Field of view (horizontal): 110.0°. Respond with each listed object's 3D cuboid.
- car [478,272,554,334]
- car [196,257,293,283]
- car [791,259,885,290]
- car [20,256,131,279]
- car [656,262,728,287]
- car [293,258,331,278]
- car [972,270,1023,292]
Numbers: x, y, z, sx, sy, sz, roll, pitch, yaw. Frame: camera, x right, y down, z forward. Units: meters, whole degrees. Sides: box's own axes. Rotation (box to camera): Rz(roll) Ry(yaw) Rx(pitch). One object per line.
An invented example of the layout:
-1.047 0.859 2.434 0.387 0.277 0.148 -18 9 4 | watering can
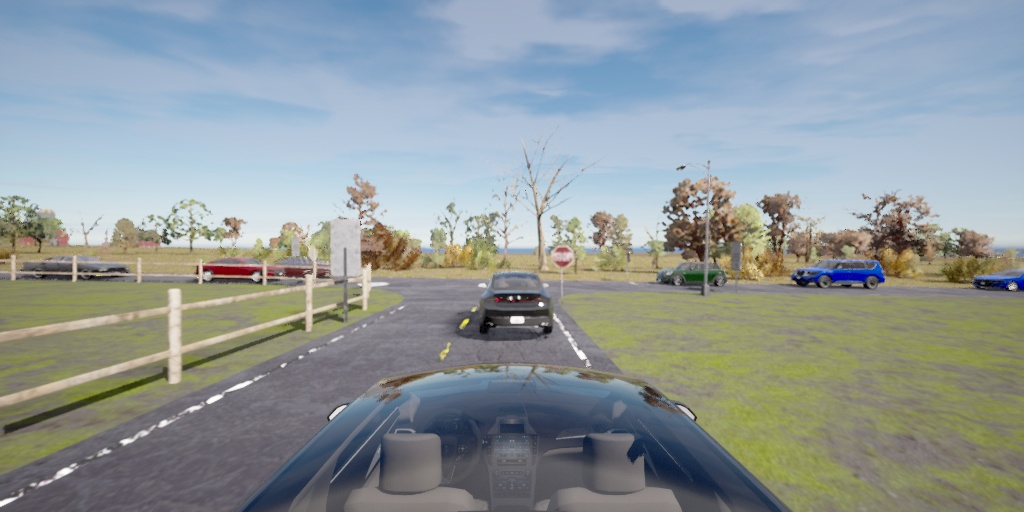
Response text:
0.067 1.204 10.465 1.837 1.490 4.892 0 0 -1 | car
-17.342 0.829 23.054 5.008 1.535 1.882 1 1 0 | car
23.475 1.262 25.901 5.566 2.045 2.150 1 1 0 | car
-27.992 0.695 23.081 5.357 1.411 2.033 1 1 0 | car
12.869 1.204 25.883 4.553 1.767 2.097 1 1 -1 | car
-15.744 0.863 26.180 5.357 1.411 2.033 1 1 -3 | car
36.480 1.747 25.854 5.008 1.535 1.882 1 1 0 | car
